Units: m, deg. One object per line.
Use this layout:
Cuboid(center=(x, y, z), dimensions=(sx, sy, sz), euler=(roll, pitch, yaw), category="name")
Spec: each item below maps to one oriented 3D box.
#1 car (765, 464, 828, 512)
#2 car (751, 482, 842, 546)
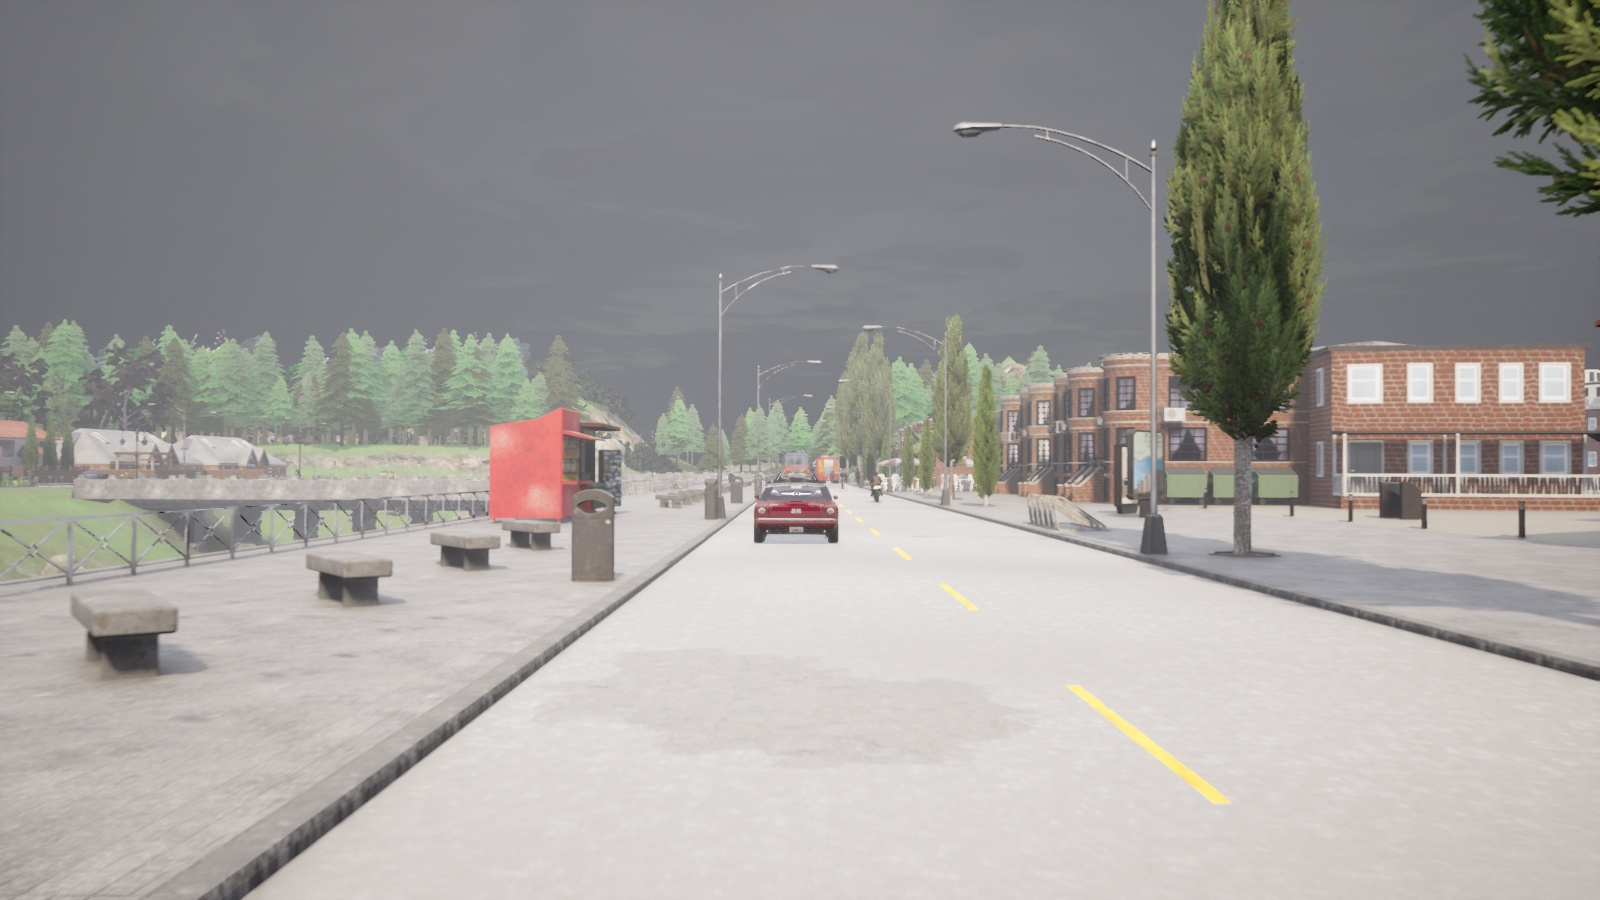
Cuboid(center=(-0.119, 1.359, 45.707), dimensions=(2.152, 1.651, 5.027), euler=(0, -1, 0), category="car")
Cuboid(center=(-0.074, 1.393, 28.531), dimensions=(1.895, 1.301, 4.718), euler=(0, -1, 0), category="car")
